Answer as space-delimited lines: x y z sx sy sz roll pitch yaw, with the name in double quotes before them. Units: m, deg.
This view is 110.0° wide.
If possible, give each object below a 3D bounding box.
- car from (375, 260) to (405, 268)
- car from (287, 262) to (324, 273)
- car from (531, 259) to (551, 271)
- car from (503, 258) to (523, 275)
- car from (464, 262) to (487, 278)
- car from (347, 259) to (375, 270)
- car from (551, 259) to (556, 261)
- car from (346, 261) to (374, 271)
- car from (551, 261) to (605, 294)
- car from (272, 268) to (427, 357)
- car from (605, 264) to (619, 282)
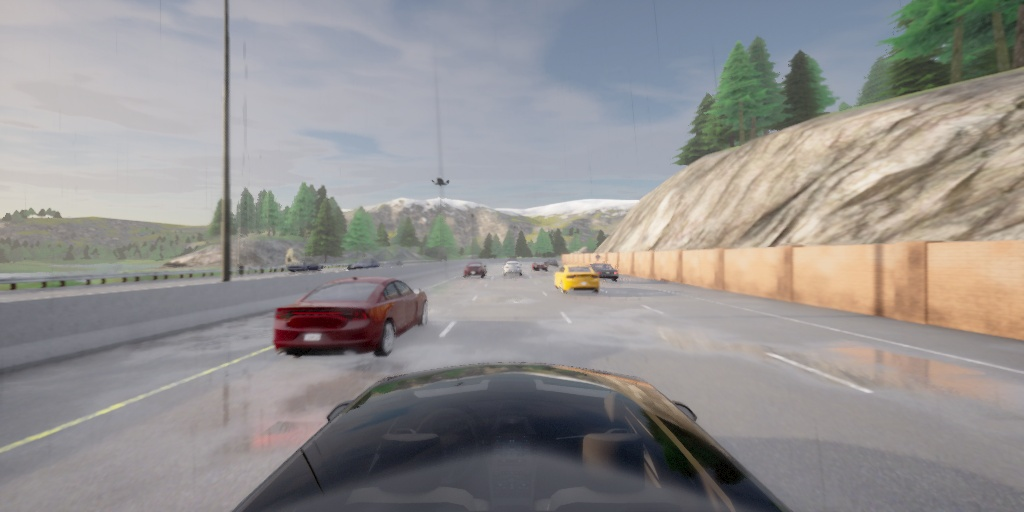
"car" -14.077 1.258 42.404 1.837 1.490 4.892 0 0 0
"car" -24.573 1.355 42.829 1.895 1.301 4.718 0 0 0
"car" 3.581 1.351 47.379 1.895 1.301 4.718 0 0 0
"car" 0.084 1.277 38.577 1.812 1.442 4.674 0 0 0
"car" -3.415 1.277 33.846 1.812 1.442 4.674 0 0 0
"car" -17.576 1.106 43.254 2.097 1.767 4.553 0 0 0
"car" 7.080 1.240 64.114 2.128 1.511 4.902 0 0 0
"car" -21.056 1.355 49.973 1.895 1.301 4.718 0 0 1
"car" 3.592 1.227 20.409 1.882 1.535 5.008 0 0 0
"car" -3.394 1.228 8.569 1.882 1.535 5.008 0 0 0
"car" 7.064 1.296 28.865 2.033 1.411 5.357 0 0 0
